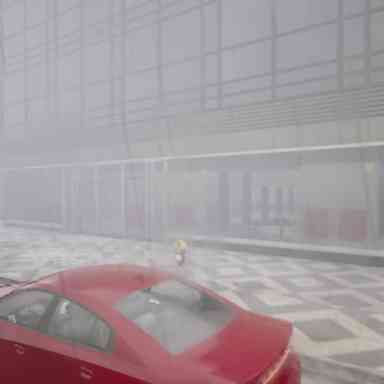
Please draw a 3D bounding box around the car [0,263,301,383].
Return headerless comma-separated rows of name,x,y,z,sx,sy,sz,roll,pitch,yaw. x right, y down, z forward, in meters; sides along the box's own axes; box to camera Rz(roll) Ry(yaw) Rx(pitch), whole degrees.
car,-1.152,1.507,3.707,4.507,1.381,1.887,0,0,33
